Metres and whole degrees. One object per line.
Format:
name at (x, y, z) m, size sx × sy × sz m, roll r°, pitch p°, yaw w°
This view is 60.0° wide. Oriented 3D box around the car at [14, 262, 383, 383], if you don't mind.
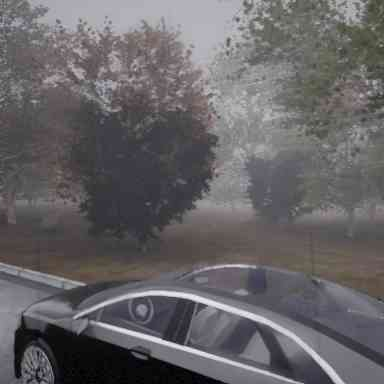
car at (0.142, 1.493, 3.276) m, size 4.902 × 1.511 × 2.128 m, roll 0°, pitch 0°, yaw 35°
